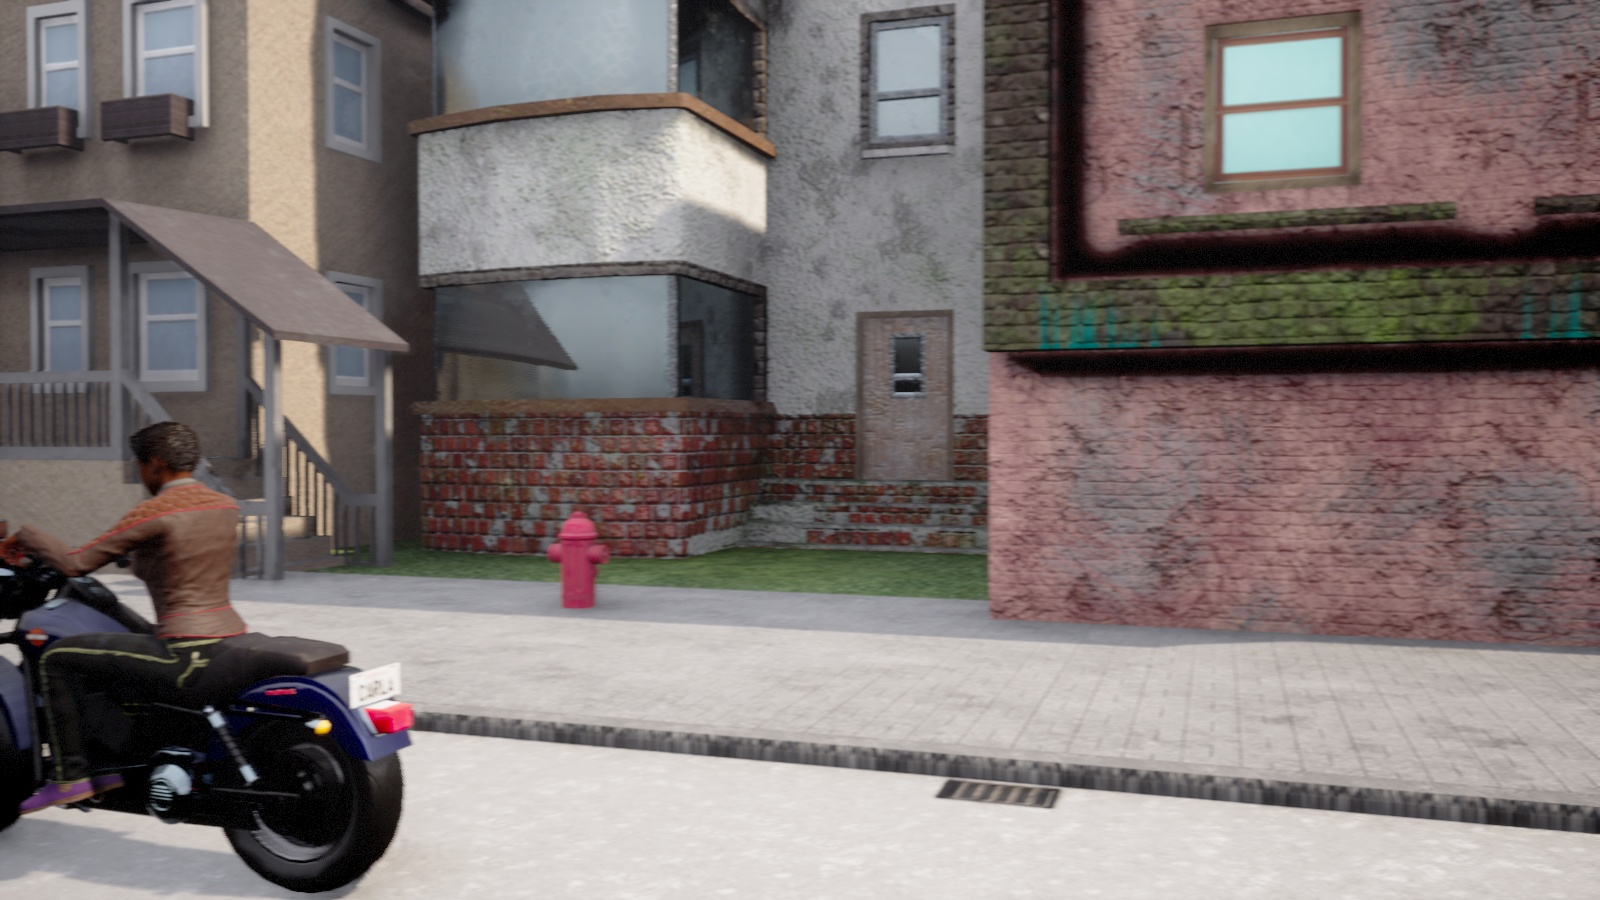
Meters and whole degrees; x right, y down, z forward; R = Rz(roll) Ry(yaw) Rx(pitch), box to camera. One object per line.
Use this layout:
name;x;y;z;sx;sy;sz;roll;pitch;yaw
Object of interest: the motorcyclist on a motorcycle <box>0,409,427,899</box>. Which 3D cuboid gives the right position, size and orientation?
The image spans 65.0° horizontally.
motorcyclist on a motorcycle;-2.600;0.685;4.593;2.350;1.649;0.766;0;1;19
